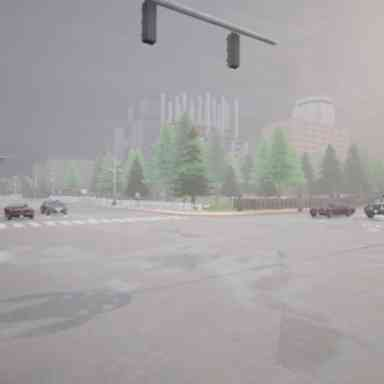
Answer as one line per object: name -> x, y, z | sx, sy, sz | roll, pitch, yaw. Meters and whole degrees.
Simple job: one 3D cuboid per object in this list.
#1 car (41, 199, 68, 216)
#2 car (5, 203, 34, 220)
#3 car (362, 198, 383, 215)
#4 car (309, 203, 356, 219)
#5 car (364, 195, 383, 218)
car -> -13.824, 1.506, 33.250 | 2.128, 1.511, 4.902 | 0, 0, -33
car -> -14.575, 1.608, 28.008 | 1.895, 1.301, 4.718 | 0, 0, -33
car -> 20.490, 1.507, 35.775 | 5.008, 1.535, 1.882 | -1, 1, -35
car -> 12.808, 1.656, 30.347 | 4.718, 1.301, 1.895 | 0, 0, -34
car -> 17.642, 1.276, 29.443 | 5.566, 2.045, 2.150 | 0, 0, -35
